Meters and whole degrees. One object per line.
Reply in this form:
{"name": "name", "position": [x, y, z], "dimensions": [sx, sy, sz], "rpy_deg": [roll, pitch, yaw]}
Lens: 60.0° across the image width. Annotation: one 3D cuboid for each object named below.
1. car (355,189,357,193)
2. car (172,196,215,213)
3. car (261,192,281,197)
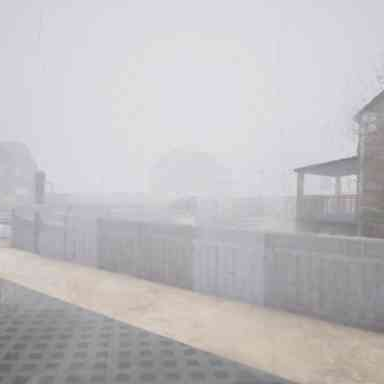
{"name": "car", "position": [42.471, -0.049, 83.128], "dimensions": [2.150, 2.045, 5.566], "rpy_deg": [2, 2, 39]}
{"name": "car", "position": [0.244, 1.096, 30.929], "dimensions": [2.128, 1.511, 4.902], "rpy_deg": [2, 2, 39]}
{"name": "car", "position": [11.749, 0.784, 49.528], "dimensions": [1.812, 1.442, 4.674], "rpy_deg": [2, 2, 39]}
